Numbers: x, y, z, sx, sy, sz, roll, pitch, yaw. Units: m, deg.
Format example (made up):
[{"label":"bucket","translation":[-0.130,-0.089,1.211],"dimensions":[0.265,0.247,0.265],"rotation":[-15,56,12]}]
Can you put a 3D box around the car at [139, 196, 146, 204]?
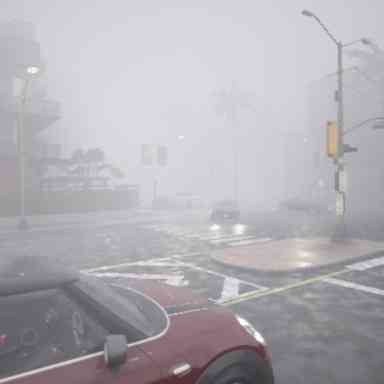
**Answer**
[{"label":"car","translation":[-9.679,1.221,55.645],"dimensions":[2.033,1.411,5.357],"rotation":[-1,1,-35]}]

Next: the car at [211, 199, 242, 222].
[{"label":"car","translation":[2.557,1.263,24.135],"dimensions":[1.882,1.535,5.008],"rotation":[0,1,8]}]

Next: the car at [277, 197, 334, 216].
[{"label":"car","translation":[9.502,1.170,28.186],"dimensions":[2.128,1.511,4.902],"rotation":[-1,1,-35]}]

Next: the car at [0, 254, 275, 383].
[{"label":"car","translation":[-1.418,1.348,2.734],"dimensions":[4.553,1.767,2.097],"rotation":[-1,1,-36]}]

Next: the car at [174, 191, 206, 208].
[{"label":"car","translation":[-0.481,0.897,42.437],"dimensions":[2.150,2.045,5.566],"rotation":[-1,1,-35]}]

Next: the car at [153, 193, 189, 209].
[{"label":"car","translation":[-2.890,1.214,39.778],"dimensions":[2.128,1.511,4.902],"rotation":[-1,1,-35]}]
